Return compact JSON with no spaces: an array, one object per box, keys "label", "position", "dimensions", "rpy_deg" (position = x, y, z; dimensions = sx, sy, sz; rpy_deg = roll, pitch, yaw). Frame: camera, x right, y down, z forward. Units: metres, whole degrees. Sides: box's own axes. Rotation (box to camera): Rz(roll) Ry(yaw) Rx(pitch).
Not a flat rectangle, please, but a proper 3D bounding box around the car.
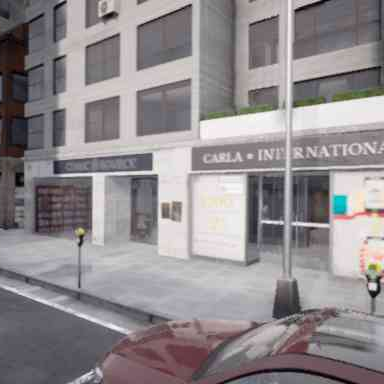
[{"label":"car","position":[1.010,1.578,2.363],"dimensions":[4.206,1.307,1.802],"rpy_deg":[1,0,36]}]
